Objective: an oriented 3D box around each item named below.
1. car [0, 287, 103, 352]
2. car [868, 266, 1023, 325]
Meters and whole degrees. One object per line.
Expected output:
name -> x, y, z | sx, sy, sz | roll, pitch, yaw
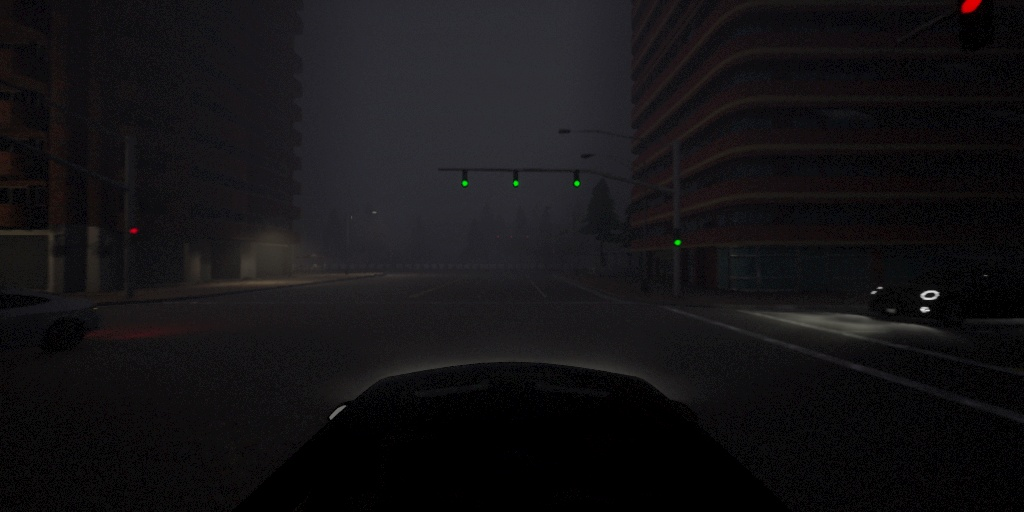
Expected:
car -> -10.497, 1.319, 6.444 | 1.812, 1.442, 4.674 | 0, -1, 0
car -> 14.594, 1.196, 11.719 | 4.553, 1.767, 2.097 | 0, -1, 0
